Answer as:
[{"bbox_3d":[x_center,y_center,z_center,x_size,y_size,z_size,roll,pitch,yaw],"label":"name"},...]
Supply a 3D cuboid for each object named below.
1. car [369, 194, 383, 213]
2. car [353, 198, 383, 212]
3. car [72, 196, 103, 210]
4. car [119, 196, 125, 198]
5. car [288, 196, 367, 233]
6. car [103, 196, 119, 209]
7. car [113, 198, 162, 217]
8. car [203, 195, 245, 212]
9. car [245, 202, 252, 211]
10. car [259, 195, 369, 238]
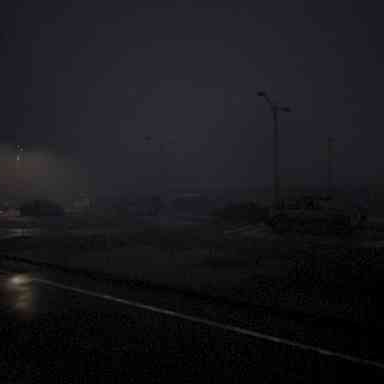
[{"bbox_3d":[18.816,1.179,35.278,3.866,1.878,1.905,0,0,34],"label":"car"},{"bbox_3d":[20.466,1.418,37.657,3.806,1.475,1.970,0,0,34],"label":"car"},{"bbox_3d":[-14.309,1.648,44.510,3.806,1.475,1.970,0,0,34],"label":"car"},{"bbox_3d":[-11.193,1.405,49.136,4.605,1.855,1.932,0,0,34],"label":"car"},{"bbox_3d":[7.733,1.183,19.083,3.866,1.878,1.905,0,0,34],"label":"car"},{"bbox_3d":[-12.669,1.616,46.895,3.905,1.438,1.784,0,0,34],"label":"car"},{"bbox_3d":[-5.129,1.543,31.204,3.806,1.475,1.970,0,0,34],"label":"car"},{"bbox_3d":[4.364,1.299,45.182,4.605,1.855,1.932,0,0,34],"label":"car"},{"bbox_3d":[6.058,1.508,47.533,3.905,1.438,1.784,0,0,34],"label":"car"},{"bbox_3d":[6.050,1.181,16.729,4.605,1.855,1.932,0,0,34],"label":"car"}]
